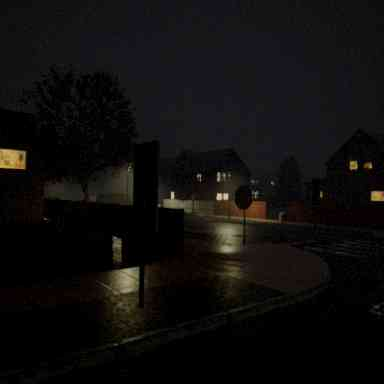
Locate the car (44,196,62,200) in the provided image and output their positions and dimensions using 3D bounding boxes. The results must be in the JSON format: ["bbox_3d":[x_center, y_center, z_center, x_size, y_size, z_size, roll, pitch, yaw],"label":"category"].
[{"bbox_3d":[-19.248,1.308,45.948,1.837,1.490,4.892,2,-1,-37],"label":"car"}]

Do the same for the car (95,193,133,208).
[{"bbox_3d":[-6.631,1.094,28.997,2.150,2.045,5.566,2,-1,-37],"label":"car"}]
